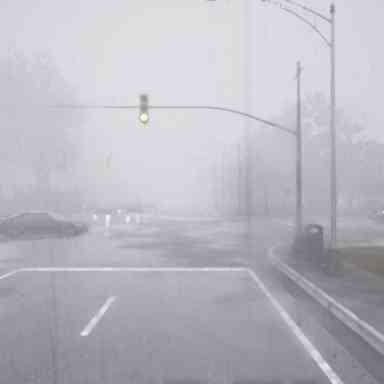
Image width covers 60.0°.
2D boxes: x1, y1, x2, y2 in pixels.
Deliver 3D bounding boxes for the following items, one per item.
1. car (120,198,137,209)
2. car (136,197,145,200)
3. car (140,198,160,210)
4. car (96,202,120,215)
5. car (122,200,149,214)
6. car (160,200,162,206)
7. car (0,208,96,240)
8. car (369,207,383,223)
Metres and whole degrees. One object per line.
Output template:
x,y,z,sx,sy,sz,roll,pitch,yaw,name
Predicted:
-10.633,2.162,54.007,1.812,1.442,4.674,0,-1,0,car
-10.865,1.979,69.510,2.150,2.045,5.566,0,0,-2,car
-7.138,2.206,56.484,2.033,1.411,5.357,0,-1,0,car
-10.605,2.021,41.094,1.812,1.442,4.674,0,0,0,car
-7.106,2.072,42.172,1.994,1.385,4.181,0,-1,0,car
-7.488,2.308,72.250,2.033,1.411,5.357,0,0,-3,car
-7.909,1.746,17.908,4.674,1.442,1.812,0,-1,-3,car
17.164,1.539,26.446,5.566,2.045,2.150,0,-1,-3,car
